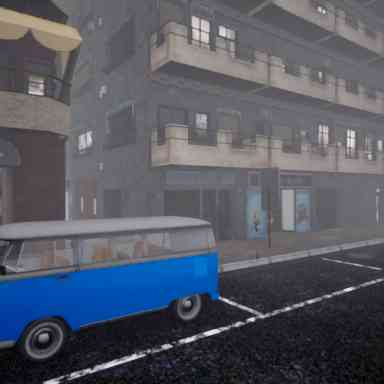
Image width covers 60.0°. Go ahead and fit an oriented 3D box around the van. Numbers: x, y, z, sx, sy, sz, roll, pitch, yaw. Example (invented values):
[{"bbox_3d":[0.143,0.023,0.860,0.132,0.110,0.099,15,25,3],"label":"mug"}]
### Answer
[{"bbox_3d":[-1.416,1.341,5.557,3.998,1.788,1.690,0,0,-35],"label":"van"}]
